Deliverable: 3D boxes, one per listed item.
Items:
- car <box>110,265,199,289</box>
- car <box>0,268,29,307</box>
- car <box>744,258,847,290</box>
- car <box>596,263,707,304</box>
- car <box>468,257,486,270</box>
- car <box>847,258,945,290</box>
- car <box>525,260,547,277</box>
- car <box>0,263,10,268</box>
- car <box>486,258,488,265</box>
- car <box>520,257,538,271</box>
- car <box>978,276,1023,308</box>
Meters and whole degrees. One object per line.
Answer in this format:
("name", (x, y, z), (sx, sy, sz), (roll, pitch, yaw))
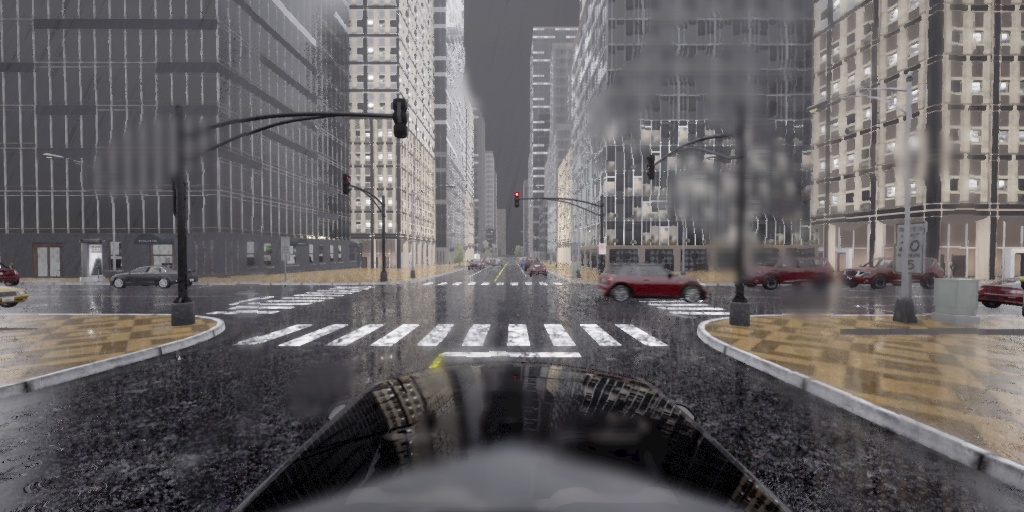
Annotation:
("car", (-21.442, 1.204, 21.565), (4.403, 1.370, 2.007), (0, 0, 0))
("car", (-21.257, 1.301, 13.426), (4.829, 1.417, 1.751), (0, 0, 0))
("car", (16.568, 1.024, 21.637), (5.009, 1.841, 2.192), (0, 0, 0))
("car", (6.225, 1.120, 16.167), (4.553, 1.767, 2.097), (1, 1, 0))
("car", (-5.296, 1.168, 52.328), (1.967, 1.591, 4.097), (0, 0, 0))
("car", (22.900, 1.032, 21.649), (5.009, 1.841, 2.192), (0, 0, 0))
("car", (2.545, 1.319, 35.776), (1.802, 1.307, 4.207), (0, 0, 0))
("car", (-32.558, 1.077, 21.473), (4.097, 1.591, 1.967), (0, 0, 0))
("car", (-5.294, 1.307, 57.853), (1.802, 1.307, 4.207), (0, 0, 0))
("car", (2.570, 1.046, 46.826), (2.192, 1.841, 5.009), (0, 0, 0))
("car", (20.185, 1.418, 13.505), (4.207, 1.307, 1.802), (0, 0, 0))
